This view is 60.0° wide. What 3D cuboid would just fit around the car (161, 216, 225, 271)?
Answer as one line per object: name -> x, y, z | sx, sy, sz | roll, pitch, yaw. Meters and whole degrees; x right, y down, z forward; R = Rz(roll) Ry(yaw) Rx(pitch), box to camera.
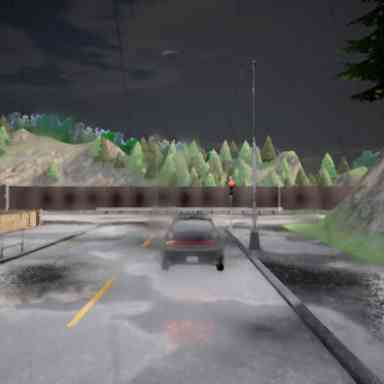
car -> 0.039, 1.570, 11.191 | 1.837, 1.490, 4.892 | 0, -1, 1
